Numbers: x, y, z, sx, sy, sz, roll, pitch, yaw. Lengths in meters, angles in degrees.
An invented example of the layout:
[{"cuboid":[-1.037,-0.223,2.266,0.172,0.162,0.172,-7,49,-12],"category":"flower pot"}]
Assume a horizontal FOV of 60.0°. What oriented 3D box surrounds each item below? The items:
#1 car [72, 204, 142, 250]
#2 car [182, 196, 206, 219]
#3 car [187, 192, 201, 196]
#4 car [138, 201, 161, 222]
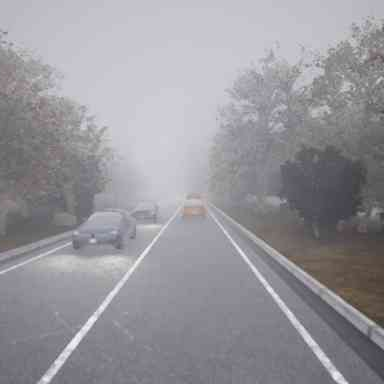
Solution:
[{"cuboid":[-3.536,1.472,14.198,1.812,1.442,4.674,0,0,0],"category":"car"},{"cuboid":[0.180,1.381,27.999,1.882,1.535,5.008,0,0,1],"category":"car"},{"cuboid":[0.257,1.062,44.408,2.150,2.045,5.566,0,0,1],"category":"car"},{"cuboid":[-3.395,1.442,25.111,1.812,1.442,4.674,0,0,0],"category":"car"}]
